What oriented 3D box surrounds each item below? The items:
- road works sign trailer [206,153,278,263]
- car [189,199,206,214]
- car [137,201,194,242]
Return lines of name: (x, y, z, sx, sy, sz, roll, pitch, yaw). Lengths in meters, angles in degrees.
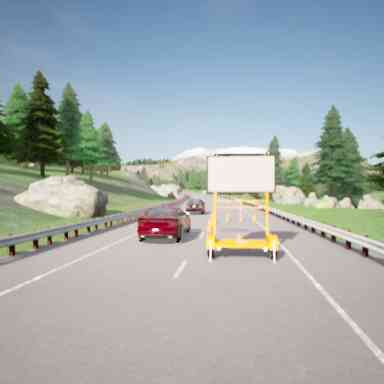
road works sign trailer: (1.733, 0.426, 11.861, 2.380, 3.560, 2.880, 0, 0, 6)
car: (0.395, 1.438, 33.979, 2.033, 1.411, 5.357, 0, 0, 4)
car: (-1.240, 1.425, 16.271, 1.882, 1.535, 5.008, 0, 0, 6)
